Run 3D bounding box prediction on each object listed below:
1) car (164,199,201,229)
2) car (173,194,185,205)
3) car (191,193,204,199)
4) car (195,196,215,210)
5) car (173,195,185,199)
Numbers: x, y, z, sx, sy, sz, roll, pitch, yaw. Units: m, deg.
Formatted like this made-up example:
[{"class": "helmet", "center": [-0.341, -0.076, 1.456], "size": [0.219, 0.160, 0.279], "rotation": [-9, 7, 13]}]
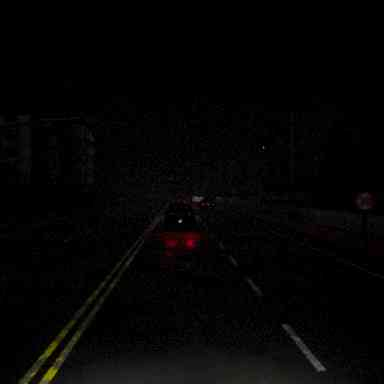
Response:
[{"class": "car", "center": [-0.784, 1.485, 21.767], "size": [2.128, 1.511, 4.902], "rotation": [0, 0, -2]}, {"class": "car", "center": [-2.451, 1.336, 60.687], "size": [2.097, 1.767, 4.553], "rotation": [0, 0, -2]}, {"class": "car", "center": [1.067, 1.185, 60.362], "size": [2.150, 2.045, 5.566], "rotation": [0, 0, -2]}, {"class": "car", "center": [1.819, 1.515, 41.424], "size": [2.033, 1.411, 5.357], "rotation": [0, 0, -2]}, {"class": "car", "center": [-1.881, 1.339, 46.920], "size": [2.097, 1.767, 4.553], "rotation": [0, 0, -2]}]
